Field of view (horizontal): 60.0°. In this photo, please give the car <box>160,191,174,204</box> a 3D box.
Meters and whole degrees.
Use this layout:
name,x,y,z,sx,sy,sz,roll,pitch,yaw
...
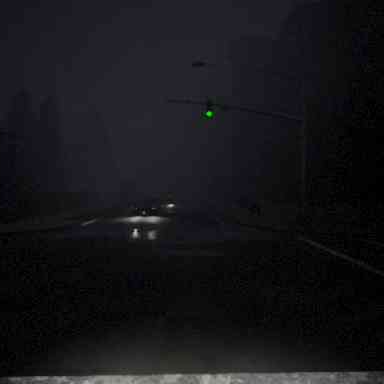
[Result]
name,x,y,z,sx,sy,sz,roll,pitch,yaw
car,-3.498,0.626,43.166,2.097,1.767,4.553,0,1,0

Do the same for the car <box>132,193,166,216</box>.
name,x,y,z,sx,sy,sz,roll,pitch,yaw
car,-3.545,1.088,27.228,2.033,1.411,5.357,0,1,0
